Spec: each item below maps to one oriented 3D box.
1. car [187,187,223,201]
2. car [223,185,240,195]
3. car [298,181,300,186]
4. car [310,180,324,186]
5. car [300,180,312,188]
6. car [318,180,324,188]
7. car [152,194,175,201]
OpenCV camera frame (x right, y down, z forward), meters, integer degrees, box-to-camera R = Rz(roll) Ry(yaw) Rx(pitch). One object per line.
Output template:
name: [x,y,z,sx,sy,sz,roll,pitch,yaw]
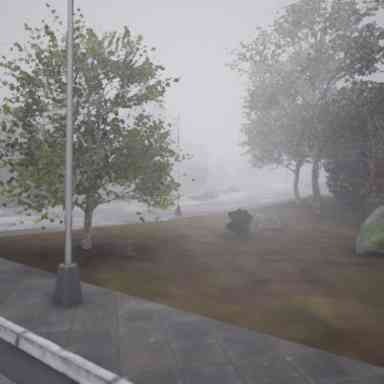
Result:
car: [1.563,0.423,45.150,2.033,1.411,5.357,1,3,39]
car: [6.483,-0.461,56.744,1.837,1.490,4.892,1,3,38]
car: [30.037,-2.462,89.421,1.882,1.535,5.008,1,3,4]
car: [33.512,-2.372,89.009,2.128,1.511,4.902,1,3,4]
car: [27.822,-1.733,79.585,2.128,1.511,4.902,1,3,14]
car: [31.364,-1.709,79.185,2.128,1.511,4.902,1,3,14]
car: [-4.035,0.594,43.772,1.994,1.385,4.181,1,3,39]
